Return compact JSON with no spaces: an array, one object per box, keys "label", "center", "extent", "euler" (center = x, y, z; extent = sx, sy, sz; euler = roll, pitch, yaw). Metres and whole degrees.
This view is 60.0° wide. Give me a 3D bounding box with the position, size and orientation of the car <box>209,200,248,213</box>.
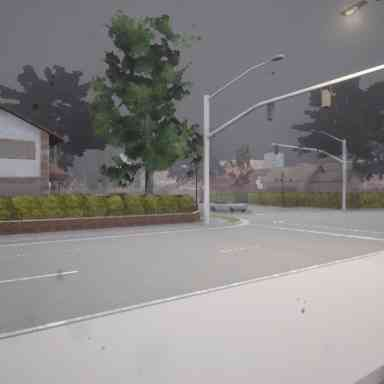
[{"label":"car","center":[3.869,1.510,36.329],"extent":[1.895,1.301,4.718],"euler":[0,0,-36]}]
